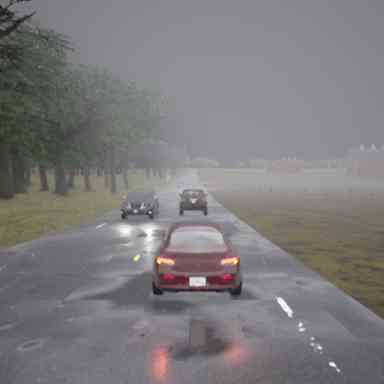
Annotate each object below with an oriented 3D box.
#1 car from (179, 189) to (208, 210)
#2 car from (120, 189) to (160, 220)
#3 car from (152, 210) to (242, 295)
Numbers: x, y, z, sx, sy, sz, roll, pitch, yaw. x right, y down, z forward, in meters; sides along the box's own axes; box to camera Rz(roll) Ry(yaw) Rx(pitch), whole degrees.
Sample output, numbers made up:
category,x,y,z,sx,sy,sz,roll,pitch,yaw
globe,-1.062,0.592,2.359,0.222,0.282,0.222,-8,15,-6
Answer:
category,x,y,z,sx,sy,sz,roll,pitch,yaw
car,0.107,0.723,26.911,2.150,2.045,5.566,0,2,0
car,-3.594,0.804,23.920,2.150,2.045,5.566,0,1,0
car,0.102,1.408,8.253,1.812,1.442,4.674,0,1,0
